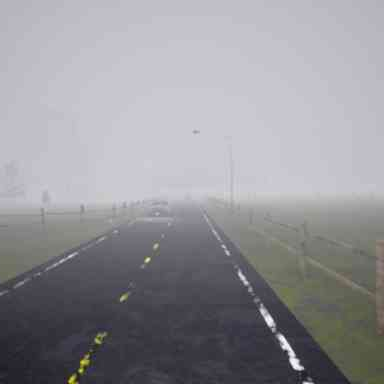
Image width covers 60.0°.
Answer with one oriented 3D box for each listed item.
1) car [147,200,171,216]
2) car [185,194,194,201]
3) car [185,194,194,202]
[{"bbox_3d":[-2.994,1.475,31.361,2.033,1.411,5.357,0,0,0],"label":"car"},{"bbox_3d":[-0.625,1.296,78.947,2.128,1.511,4.902,0,0,0],"label":"car"},{"bbox_3d":[-0.544,1.406,68.912,1.994,1.385,4.181,0,0,0],"label":"car"}]
